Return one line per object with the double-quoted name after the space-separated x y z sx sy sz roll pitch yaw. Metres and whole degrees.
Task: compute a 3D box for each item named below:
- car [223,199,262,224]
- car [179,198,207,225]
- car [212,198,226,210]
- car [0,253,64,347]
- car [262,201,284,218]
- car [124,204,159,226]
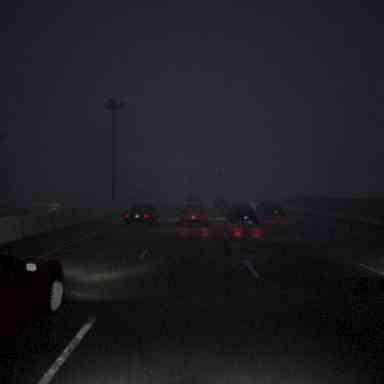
3.603 1.526 24.578 1.812 1.442 4.674 0 0 0 "car"
0.093 1.478 24.034 1.882 1.535 5.008 0 0 0 "car"
3.589 1.487 42.117 2.128 1.511 4.902 0 0 0 "car"
-3.402 1.477 4.455 1.882 1.535 5.008 0 0 0 "car"
7.090 1.522 30.409 1.812 1.442 4.674 0 0 0 "car"
-3.400 1.548 23.161 2.033 1.411 5.357 0 0 0 "car"
